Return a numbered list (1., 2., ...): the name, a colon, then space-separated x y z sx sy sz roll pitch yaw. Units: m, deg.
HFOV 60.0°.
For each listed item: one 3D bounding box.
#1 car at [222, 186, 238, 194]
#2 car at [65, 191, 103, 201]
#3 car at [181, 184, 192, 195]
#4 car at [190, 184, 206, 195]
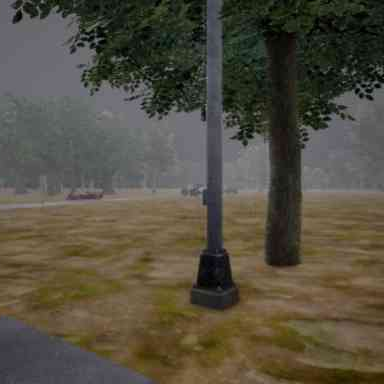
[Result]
1. car: 7.403 -0.350 66.408 1.837 1.490 4.892 -1 1 38
2. car: -13.875 0.511 42.933 1.895 1.301 4.718 -1 1 35
3. car: 0.324 -0.458 62.186 2.150 2.045 5.566 -1 0 38
4. car: 2.229 -0.173 59.655 1.812 1.442 4.674 -1 1 38
